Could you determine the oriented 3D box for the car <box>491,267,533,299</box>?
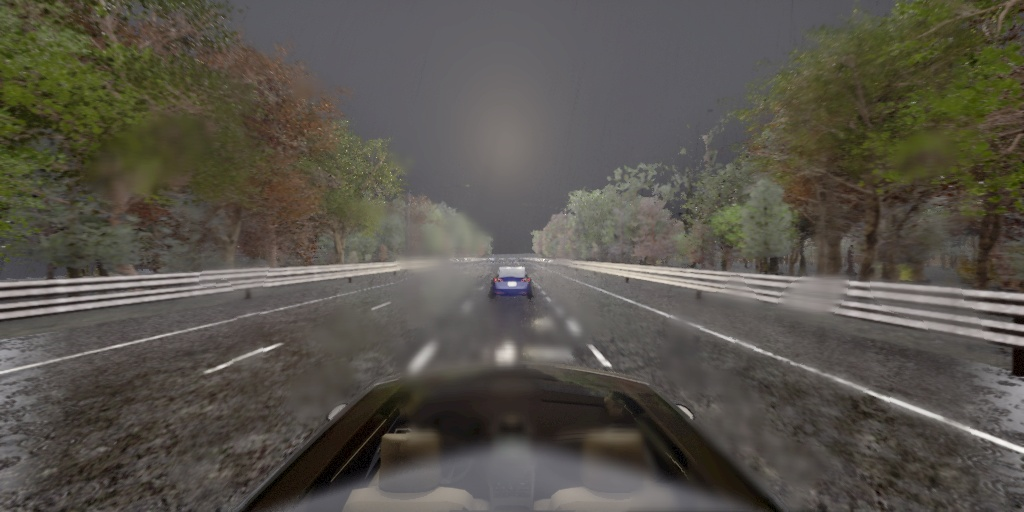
[{"bbox_3d":[0.002,1.278,18.119,2.163,1.488,4.792,0,0,0],"label":"car"}]
